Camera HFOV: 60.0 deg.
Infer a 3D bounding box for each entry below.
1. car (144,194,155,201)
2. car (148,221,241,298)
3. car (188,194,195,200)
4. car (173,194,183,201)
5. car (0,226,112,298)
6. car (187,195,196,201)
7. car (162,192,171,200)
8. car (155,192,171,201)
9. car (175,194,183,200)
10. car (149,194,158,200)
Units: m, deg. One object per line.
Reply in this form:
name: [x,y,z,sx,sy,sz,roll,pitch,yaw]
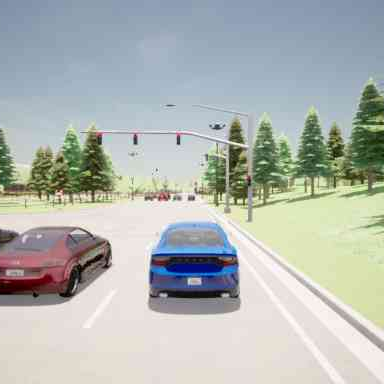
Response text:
car: [-10.640,1.491,82.435,1.837,1.490,4.892,0,0,0]
car: [0.055,1.478,8.550,1.882,1.535,5.008,0,0,0]
car: [-0.158,1.385,92.873,1.994,1.385,4.181,0,0,0]
car: [-3.641,1.346,82.800,2.097,1.767,4.553,0,0,0]
car: [-3.451,1.564,8.578,1.994,1.385,4.181,0,0,1]
car: [-0.140,1.469,82.453,1.882,1.535,5.008,0,0,0]
car: [-7.158,1.057,92.891,2.150,2.045,5.566,0,0,0]
car: [-7.141,1.217,82.471,2.150,2.045,5.566,0,0,0]
car: [-3.658,1.385,92.867,1.994,1.385,4.181,0,0,0]
car: [-10.658,1.332,92.855,1.837,1.490,4.892,0,0,0]
